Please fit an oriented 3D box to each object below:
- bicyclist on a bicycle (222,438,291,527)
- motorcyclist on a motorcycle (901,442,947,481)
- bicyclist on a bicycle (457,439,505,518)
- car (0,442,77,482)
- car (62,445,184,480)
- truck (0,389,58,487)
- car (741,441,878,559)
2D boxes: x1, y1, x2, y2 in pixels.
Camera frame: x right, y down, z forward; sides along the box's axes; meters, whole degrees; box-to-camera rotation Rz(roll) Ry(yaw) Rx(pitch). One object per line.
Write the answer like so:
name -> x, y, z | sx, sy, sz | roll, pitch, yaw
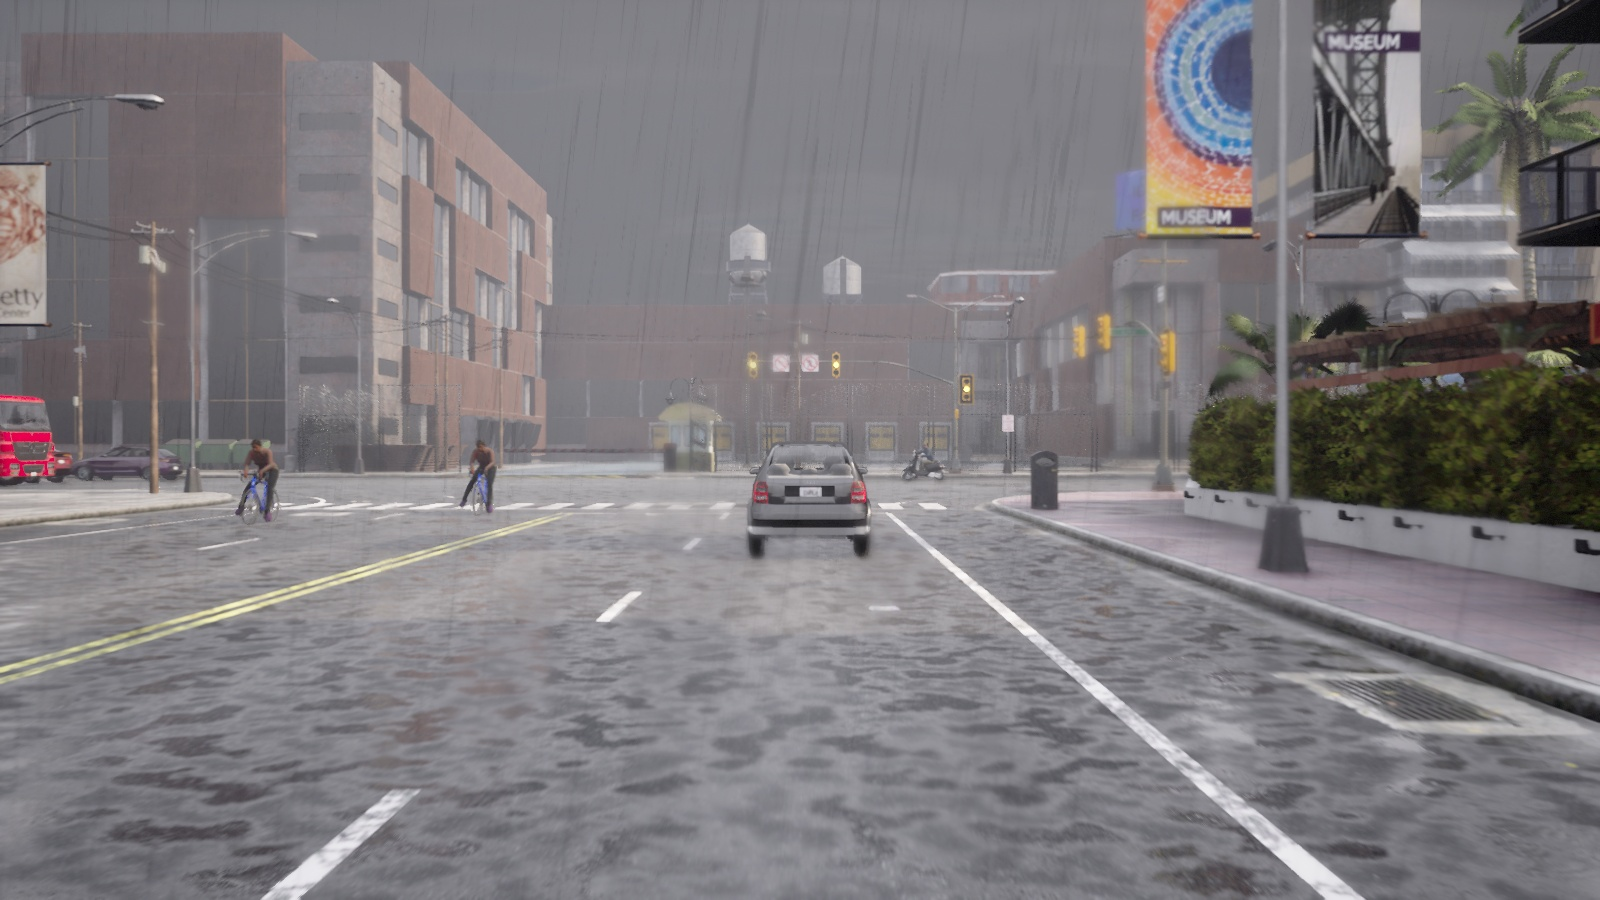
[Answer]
bicyclist on a bicycle -> -10.348, 0.592, 23.971 | 0.582, 1.620, 1.656 | 0, 1, 0
motorcyclist on a motorcycle -> 5.177, 0.486, 52.493 | 1.817, 1.590, 0.866 | -1, 2, -2
bicyclist on a bicycle -> -6.831, 0.582, 26.951 | 0.582, 1.620, 1.656 | 0, 1, 0
car -> -31.284, 0.462, 49.390 | 4.514, 1.525, 2.007 | 0, 0, 1
car -> -28.448, 0.517, 52.849 | 4.193, 1.474, 1.816 | 0, 0, 1
truck -> -31.924, -0.454, 45.930 | 7.936, 3.462, 2.891 | 0, 0, 2
car -> 0.127, 0.648, 18.338 | 1.789, 1.549, 3.705 | 0, 0, 0
